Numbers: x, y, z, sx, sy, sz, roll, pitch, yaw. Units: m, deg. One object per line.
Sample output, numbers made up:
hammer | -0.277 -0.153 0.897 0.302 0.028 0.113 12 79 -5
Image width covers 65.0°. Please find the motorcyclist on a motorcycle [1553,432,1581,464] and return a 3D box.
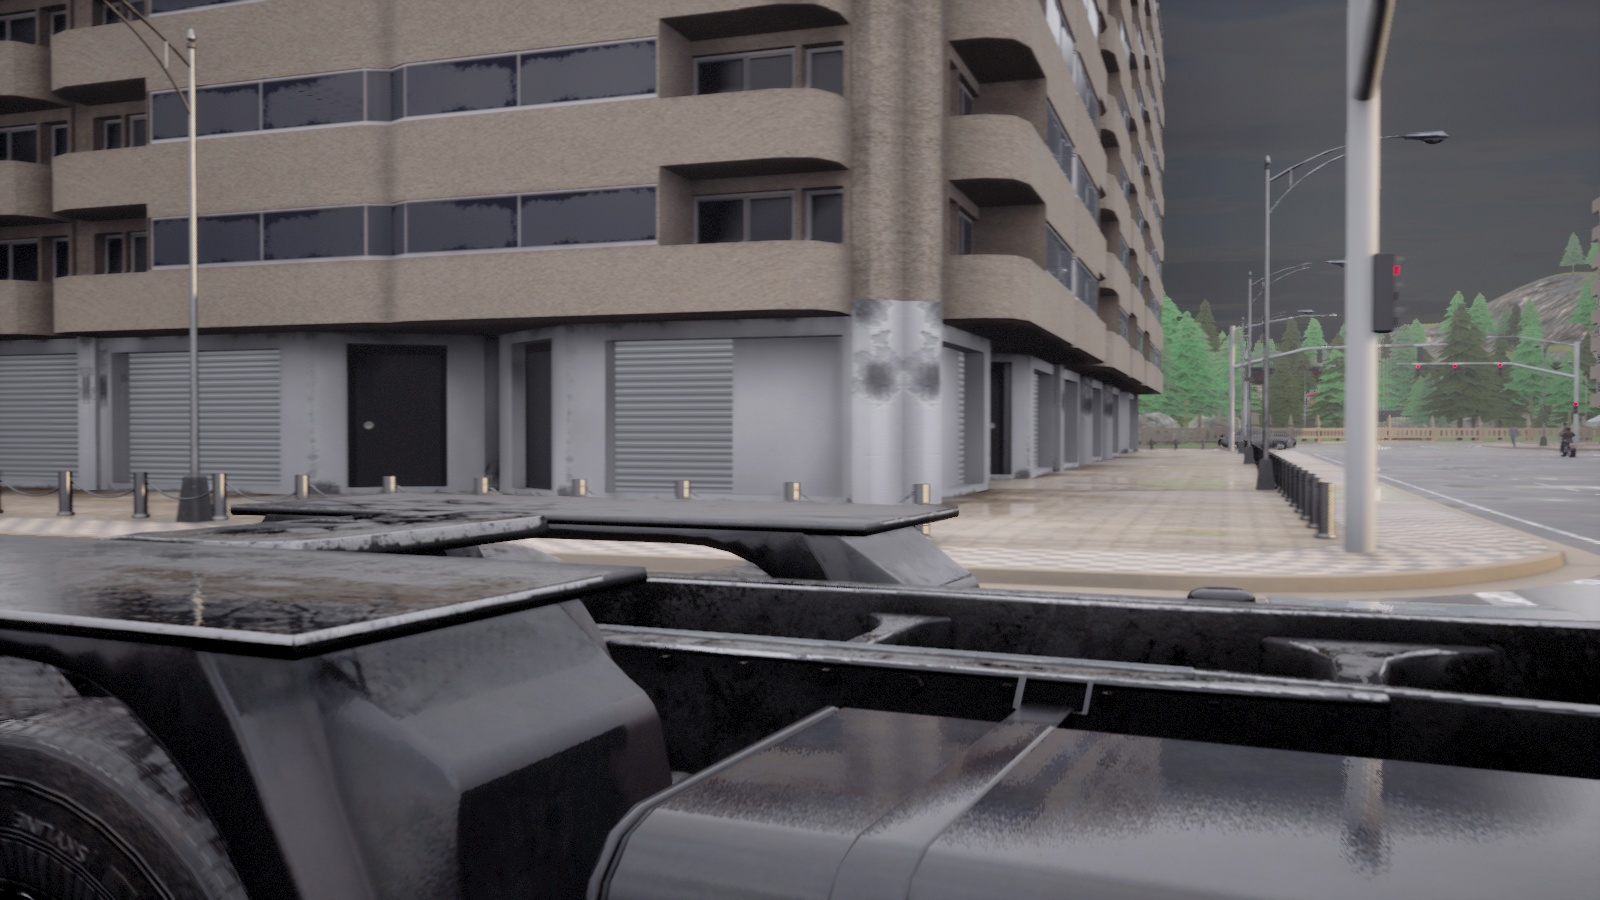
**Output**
motorcyclist on a motorcycle | 40.731 -0.115 66.687 0.766 1.649 2.350 1 1 19

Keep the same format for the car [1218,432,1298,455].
car | 30.249 -0.449 83.087 4.902 1.511 2.128 0 1 19

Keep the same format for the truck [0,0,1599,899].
truck | 0.803 -0.194 2.408 7.936 3.462 2.891 1 1 25
